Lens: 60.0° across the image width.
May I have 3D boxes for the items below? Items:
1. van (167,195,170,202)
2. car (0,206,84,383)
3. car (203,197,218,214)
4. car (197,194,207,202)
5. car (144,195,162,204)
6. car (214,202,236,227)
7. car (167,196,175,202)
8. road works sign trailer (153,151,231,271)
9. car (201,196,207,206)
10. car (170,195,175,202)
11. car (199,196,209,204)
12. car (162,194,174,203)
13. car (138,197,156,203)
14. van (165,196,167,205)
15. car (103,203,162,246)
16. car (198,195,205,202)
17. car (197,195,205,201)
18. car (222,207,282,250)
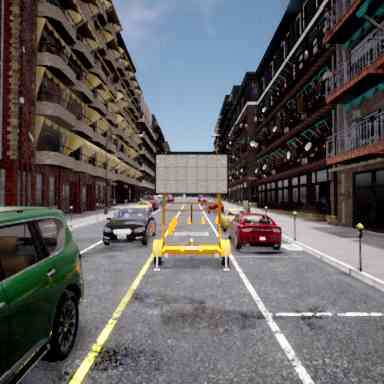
[{"bbox_3d":[-5.362,1.467,58.601,1.690,1.788,3.998,1,0,0],"label":"van"},{"bbox_3d":[-2.745,1.224,3.005,2.150,2.045,5.566,0,0,0],"label":"car"},{"bbox_3d":[2.541,1.604,36.425,1.887,1.381,4.507,1,0,0],"label":"car"},{"bbox_3d":[2.456,1.533,80.672,2.192,1.841,5.009,1,0,0],"label":"car"},{"bbox_3d":[-5.340,1.389,42.010,2.192,1.841,5.009,2,0,0],"label":"car"},{"bbox_3d":[2.562,1.549,20.004,1.752,1.417,4.829,1,0,0],"label":"car"},{"bbox_3d":[-5.403,1.811,86.253,1.947,1.339,4.313,1,0,0],"label":"car"},{"bbox_3d":[-0.012,0.474,10.965,2.380,3.560,2.880,0,0,0],"label":"road works sign trailer"},{"bbox_3d":[2.534,1.624,41.956,2.008,1.369,4.403,1,0,0],"label":"car"},{"bbox_3d":[-5.376,1.485,69.661,2.192,1.841,5.009,1,0,0],"label":"car"},{"bbox_3d":[2.509,1.610,69.610,1.967,1.590,4.097,1,0,0],"label":"car"},{"bbox_3d":[-5.382,1.509,75.191,2.192,1.841,5.009,1,0,0],"label":"car"},{"bbox_3d":[-5.338,1.585,36.308,1.752,1.417,4.829,2,0,0],"label":"car"},{"bbox_3d":[-5.354,1.447,53.069,1.690,1.788,3.998,2,0,0],"label":"van"},{"bbox_3d":[-2.771,1.508,15.511,2.128,1.511,4.902,0,0,0],"label":"car"},{"bbox_3d":[2.514,1.670,58.548,1.887,1.381,4.507,1,0,0],"label":"car"},{"bbox_3d":[2.439,1.715,91.735,1.967,1.590,4.097,1,0,0],"label":"car"},{"bbox_3d":[2.569,1.560,14.302,1.887,1.381,4.507,1,0,0],"label":"car"}]
